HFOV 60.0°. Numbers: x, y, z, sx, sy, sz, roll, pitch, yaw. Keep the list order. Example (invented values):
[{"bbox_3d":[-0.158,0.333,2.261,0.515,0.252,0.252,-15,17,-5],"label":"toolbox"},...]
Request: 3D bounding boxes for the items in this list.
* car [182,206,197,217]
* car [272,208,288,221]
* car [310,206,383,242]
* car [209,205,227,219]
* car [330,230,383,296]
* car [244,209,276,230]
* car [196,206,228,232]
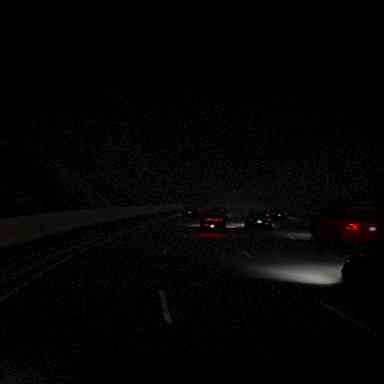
[{"bbox_3d":[-0.078,2.555,43.220,1.994,1.385,4.181,1,-1,6],"label":"car"},{"bbox_3d":[10.101,2.651,39.630,1.994,1.385,4.181,1,-1,6],"label":"car"},{"bbox_3d":[7.890,1.756,17.040,2.150,2.045,5.566,1,-1,2],"label":"car"},{"bbox_3d":[3.427,2.539,43.048,2.128,1.511,4.902,1,-1,6],"label":"car"},{"bbox_3d":[5.124,1.780,6.825,1.812,1.442,4.674,1,-1,-11],"label":"car"},{"bbox_3d":[5.303,2.283,27.137,1.994,1.385,4.181,1,-1,5],"label":"car"},{"bbox_3d":[1.604,2.115,25.150,1.837,1.490,4.892,1,-1,5],"label":"car"}]
